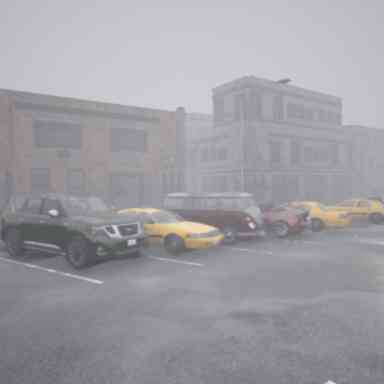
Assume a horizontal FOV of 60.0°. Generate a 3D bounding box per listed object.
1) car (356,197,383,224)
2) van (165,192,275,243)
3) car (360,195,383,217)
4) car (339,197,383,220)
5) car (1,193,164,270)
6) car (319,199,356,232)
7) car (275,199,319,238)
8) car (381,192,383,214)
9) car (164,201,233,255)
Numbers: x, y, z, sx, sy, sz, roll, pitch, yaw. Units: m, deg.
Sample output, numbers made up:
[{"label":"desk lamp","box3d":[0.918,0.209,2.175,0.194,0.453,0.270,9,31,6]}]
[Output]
[{"label":"car","box3d":[10.238,1.092,21.054,5.366,1.575,1.946,0,1,35]},{"label":"van","box3d":[0.922,1.011,14.098,4.442,1.987,1.878,0,0,35]},{"label":"car","box3d":[15.182,1.028,24.335,4.892,1.521,2.231,0,1,35]},{"label":"car","box3d":[12.809,1.090,22.623,4.792,1.488,2.163,0,0,35]},{"label":"car","box3d":[-3.937,1.059,10.739,5.566,2.045,2.435,0,1,34]},{"label":"car","box3d":[5.455,1.163,17.667,5.366,1.575,1.946,0,1,35]},{"label":"car","box3d":[3.190,1.231,15.878,4.792,1.488,2.163,0,1,35]},{"label":"car","box3d":[17.549,0.867,26.062,4.553,1.767,2.185,0,0,35]},{"label":"car","box3d":[-1.414,1.269,12.356,5.366,1.575,1.946,0,0,35]}]
